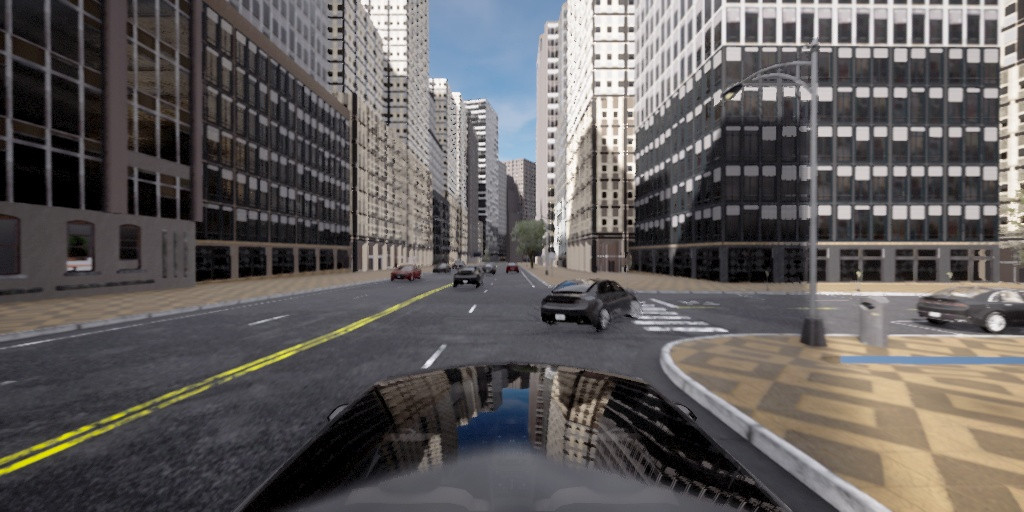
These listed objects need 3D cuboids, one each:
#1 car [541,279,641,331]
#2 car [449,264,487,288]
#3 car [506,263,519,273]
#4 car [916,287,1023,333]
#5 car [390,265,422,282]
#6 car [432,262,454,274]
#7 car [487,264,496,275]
[{"bbox_3d":[2.808,1.504,12.229,1.837,1.490,4.892,-3,-2,36],"label":"car"},{"bbox_3d":[-3.162,1.514,26.647,1.837,1.490,4.892,0,-1,0],"label":"car"},{"bbox_3d":[0.084,1.830,56.881,1.882,1.535,5.008,0,-1,0],"label":"car"},{"bbox_3d":[15.911,1.685,11.675,4.403,1.370,2.007,0,0,-1],"label":"car"},{"bbox_3d":[-9.854,1.577,33.725,1.882,1.535,5.008,0,-1,0],"label":"car"},{"bbox_3d":[-9.843,1.760,50.471,1.882,1.535,5.008,0,0,0],"label":"car"},{"bbox_3d":[-3.165,1.791,48.972,1.812,1.442,4.674,0,-1,0],"label":"car"}]
